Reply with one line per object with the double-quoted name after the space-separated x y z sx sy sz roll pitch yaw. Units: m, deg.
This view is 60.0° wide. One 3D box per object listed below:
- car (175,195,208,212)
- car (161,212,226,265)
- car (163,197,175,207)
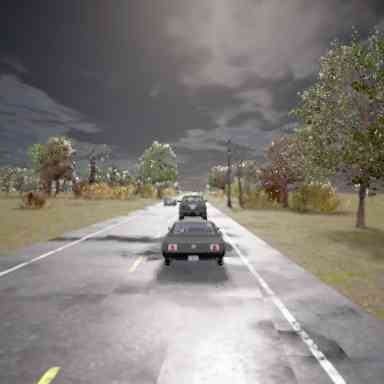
0.073 1.242 27.014 2.150 2.045 5.566 0 0 0 "car"
0.066 1.612 11.736 1.895 1.301 4.718 0 0 0 "car"
-3.549 1.514 53.237 2.128 1.511 4.902 0 0 0 "car"
